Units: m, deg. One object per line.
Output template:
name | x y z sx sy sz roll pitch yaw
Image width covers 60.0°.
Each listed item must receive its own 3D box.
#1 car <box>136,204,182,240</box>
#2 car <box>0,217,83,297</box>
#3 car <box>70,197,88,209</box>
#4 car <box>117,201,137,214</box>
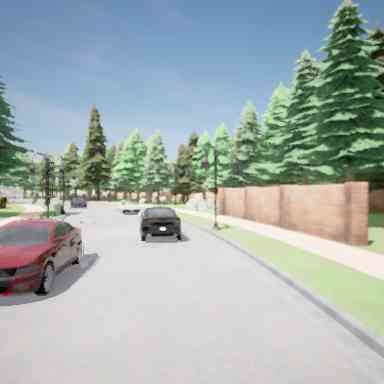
car | -1.728 1.481 17.102 1.882 1.535 5.008 0 0 -10
car | -4.245 1.493 8.816 1.882 1.535 5.008 0 0 -6
car | -16.237 1.559 47.729 1.837 1.490 4.892 0 0 -27
car | -6.831 1.620 35.667 1.895 1.301 4.718 0 0 -20
